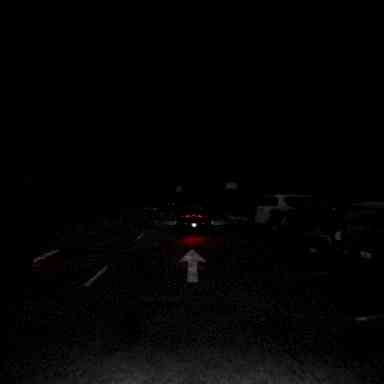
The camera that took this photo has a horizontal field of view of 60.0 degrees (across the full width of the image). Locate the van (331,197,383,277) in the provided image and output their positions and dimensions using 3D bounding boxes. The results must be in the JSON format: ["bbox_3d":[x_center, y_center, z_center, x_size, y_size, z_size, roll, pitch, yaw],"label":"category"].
[{"bbox_3d":[6.059,1.214,8.437,4.442,1.987,1.878,1,0,-20],"label":"van"}]

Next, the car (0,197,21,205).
[{"bbox_3d":[-10.976,1.150,14.695,5.566,2.045,2.435,-1,0,-20],"label":"car"}]

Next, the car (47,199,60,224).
[{"bbox_3d":[-10.978,1.397,20.623,4.792,1.488,2.163,-1,0,-20],"label":"car"}]

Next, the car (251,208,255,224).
[{"bbox_3d":[5.974,1.135,17.479,5.566,2.045,2.435,1,0,-20],"label":"car"}]

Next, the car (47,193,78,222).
[{"bbox_3d":[-11.018,1.100,23.538,5.566,2.045,2.435,-1,1,-20],"label":"car"}]

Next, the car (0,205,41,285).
[{"bbox_3d":[-5.102,1.315,6.504,2.097,1.767,4.553,0,0,0],"label":"car"}]

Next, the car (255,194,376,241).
[{"bbox_3d":[5.933,1.153,14.418,5.566,2.045,2.435,1,1,-20],"label":"car"}]

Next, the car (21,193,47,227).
[{"bbox_3d":[-10.974,1.133,17.654,5.566,2.045,2.435,-1,0,-20],"label":"car"}]

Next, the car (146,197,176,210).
[{"bbox_3d":[-3.378,1.328,38.206,2.033,1.411,5.357,0,0,-33],"label":"car"}]

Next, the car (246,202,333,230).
[{"bbox_3d":[5.970,1.399,20.504,4.792,1.488,2.163,1,0,-20],"label":"car"}]

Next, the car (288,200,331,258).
[{"bbox_3d":[5.984,1.296,11.421,4.553,1.767,2.185,1,1,-20],"label":"car"}]

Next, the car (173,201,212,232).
[{"bbox_3d":[0.105,1.394,19.179,1.837,1.490,4.892,0,0,0],"label":"car"}]
